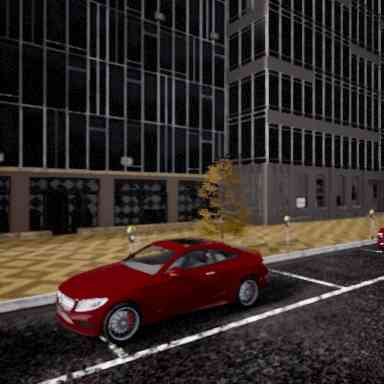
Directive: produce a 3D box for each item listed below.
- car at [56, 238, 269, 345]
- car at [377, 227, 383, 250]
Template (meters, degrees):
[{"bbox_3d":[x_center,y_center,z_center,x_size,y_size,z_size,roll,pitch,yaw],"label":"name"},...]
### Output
[{"bbox_3d":[-0.325,1.577,6.328,4.206,1.307,1.802,0,0,-36],"label":"car"},{"bbox_3d":[8.940,1.522,12.943,4.507,1.381,1.887,0,0,-36],"label":"car"}]
